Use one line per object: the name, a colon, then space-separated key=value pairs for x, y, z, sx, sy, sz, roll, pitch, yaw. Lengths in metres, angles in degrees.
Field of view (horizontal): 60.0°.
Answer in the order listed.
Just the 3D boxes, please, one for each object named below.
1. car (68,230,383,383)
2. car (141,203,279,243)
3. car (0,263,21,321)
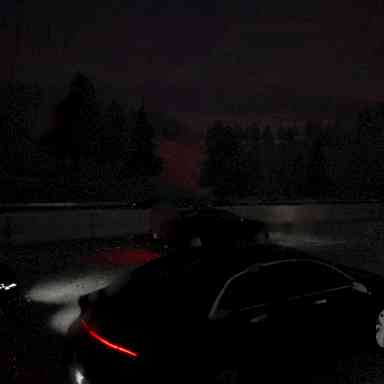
car: x=0.939 y=1.471 z=4.486 sx=4.892 sy=1.490 sz=1.837 roll=0 pitch=0 yaw=-34
car: x=0.807 y=1.371 z=12.852 sx=5.008 sy=1.535 sz=1.882 roll=0 pitch=0 yaw=-33
car: x=-5.040 y=1.426 z=4.480 sx=4.892 sy=1.490 sz=1.837 roll=0 pitch=0 yaw=-36
